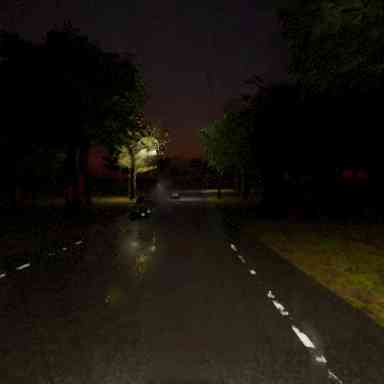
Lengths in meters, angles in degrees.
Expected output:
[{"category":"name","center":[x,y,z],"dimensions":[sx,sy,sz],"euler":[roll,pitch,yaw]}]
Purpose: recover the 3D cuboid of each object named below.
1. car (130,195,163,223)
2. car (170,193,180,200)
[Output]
[{"category":"car","center":[-3.592,1.298,27.197],"dimensions":[2.150,2.045,5.566],"euler":[0,0,0]},{"category":"car","center":[-3.480,0.907,68.411],"dimensions":[2.033,1.411,5.357],"euler":[0,2,0]}]
